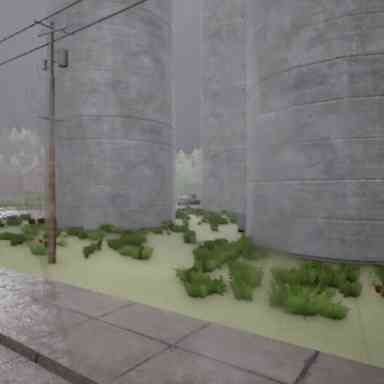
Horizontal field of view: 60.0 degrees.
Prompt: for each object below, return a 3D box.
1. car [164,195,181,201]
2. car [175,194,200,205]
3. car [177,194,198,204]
[{"bbox_3d":[-4.821,1.534,83.137,3.905,1.438,1.784,0,0,35],"label":"car"},{"bbox_3d":[-0.409,1.500,52.621,2.128,1.511,4.902,0,0,35],"label":"car"},{"bbox_3d":[-0.861,1.323,65.366,3.866,1.878,1.905,0,0,35],"label":"car"}]
